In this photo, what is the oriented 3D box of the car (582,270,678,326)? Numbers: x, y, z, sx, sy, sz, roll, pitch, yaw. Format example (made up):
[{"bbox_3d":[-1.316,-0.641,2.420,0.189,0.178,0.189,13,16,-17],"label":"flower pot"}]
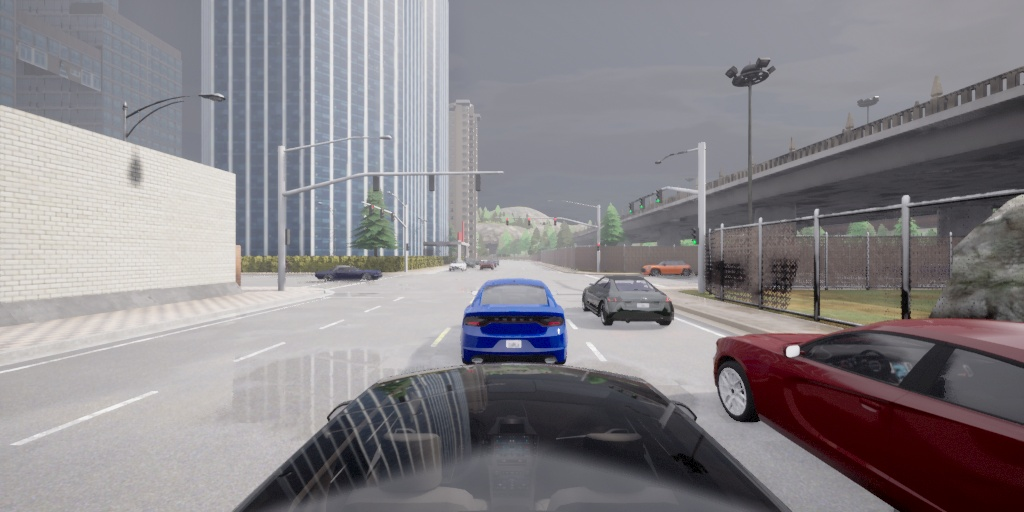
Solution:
[{"bbox_3d":[3.574,1.314,11.751,1.994,1.385,4.181,0,0,0],"label":"car"}]

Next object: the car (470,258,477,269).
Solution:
[{"bbox_3d":[-7.084,1.101,57.357,2.097,1.767,4.553,0,0,0],"label":"car"}]

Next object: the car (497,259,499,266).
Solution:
[{"bbox_3d":[-3.574,1.351,61.099,1.895,1.301,4.718,0,0,0],"label":"car"}]

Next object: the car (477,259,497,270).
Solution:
[{"bbox_3d":[-3.586,1.351,51.935,1.895,1.301,4.718,0,0,0],"label":"car"}]

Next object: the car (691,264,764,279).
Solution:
[{"bbox_3d":[19.395,1.353,32.025,5.357,1.411,2.033,0,0,0],"label":"car"}]

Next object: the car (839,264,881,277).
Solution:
[{"bbox_3d":[35.475,1.406,35.552,4.718,1.301,1.895,0,0,0],"label":"car"}]

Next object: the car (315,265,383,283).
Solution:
[{"bbox_3d":[-12.842,1.402,28.505,4.718,1.301,1.895,0,0,-4],"label":"car"}]

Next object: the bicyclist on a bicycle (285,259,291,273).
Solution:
[{"bbox_3d":[-25.301,1.106,40.213,0.582,1.620,1.656,0,0,0],"label":"bicyclist on a bicycle"}]

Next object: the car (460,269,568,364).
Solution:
[{"bbox_3d":[0.053,1.228,8.090,1.882,1.535,5.008,0,0,1],"label":"car"}]

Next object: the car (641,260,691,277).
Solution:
[{"bbox_3d":[15.196,1.158,35.516,4.553,1.767,2.097,0,0,0],"label":"car"}]

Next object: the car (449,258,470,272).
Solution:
[{"bbox_3d":[-7.092,1.276,47.311,1.812,1.442,4.674,0,0,0],"label":"car"}]

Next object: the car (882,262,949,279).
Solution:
[{"bbox_3d":[36.714,1.283,32.051,5.008,1.535,1.882,0,0,0],"label":"car"}]

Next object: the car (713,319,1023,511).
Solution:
[{"bbox_3d":[3.601,1.228,2.757,1.882,1.535,5.008,0,0,0],"label":"car"}]
